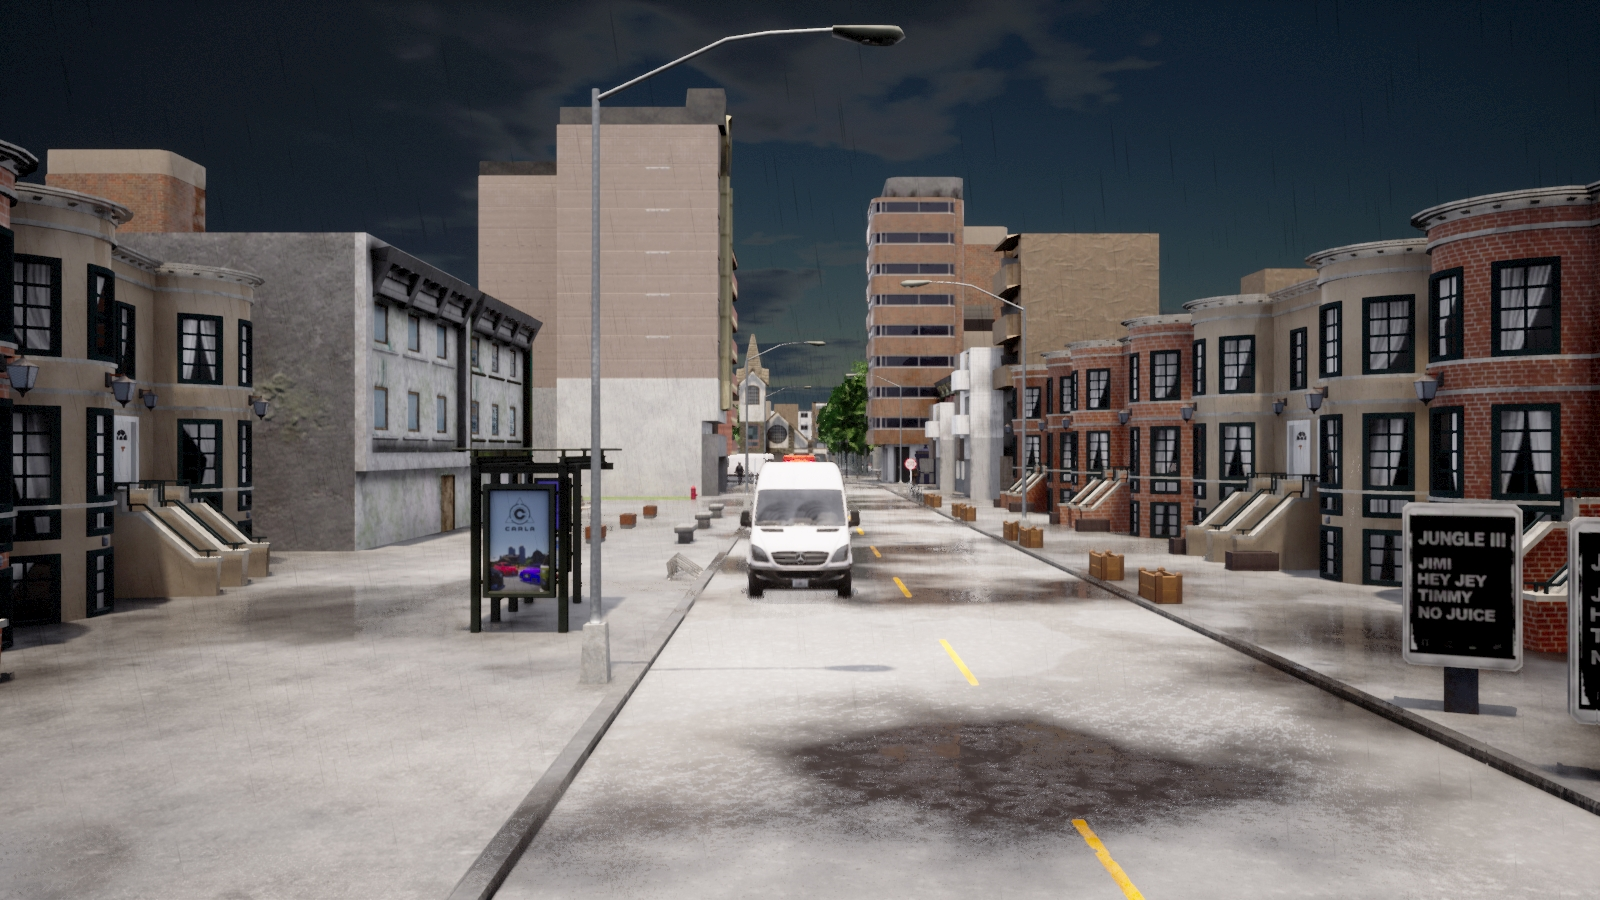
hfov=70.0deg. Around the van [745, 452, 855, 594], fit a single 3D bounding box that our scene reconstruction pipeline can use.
[{"bbox_3d":[0.008,1.324,23.620,1.988,2.561,5.915,0,0,0],"label":"van"}]
